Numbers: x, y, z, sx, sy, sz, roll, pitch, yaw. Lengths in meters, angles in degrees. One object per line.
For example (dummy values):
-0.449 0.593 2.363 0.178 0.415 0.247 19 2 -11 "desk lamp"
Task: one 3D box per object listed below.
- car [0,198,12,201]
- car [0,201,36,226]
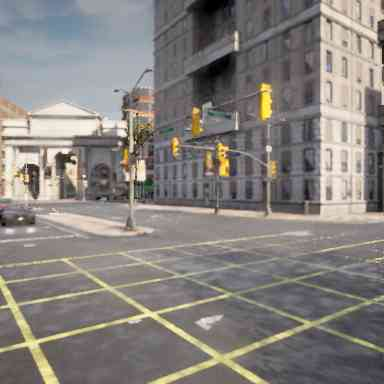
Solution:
-17.204 1.348 30.309 2.097 1.767 4.553 0 0 -35 "car"
-12.299 1.560 23.295 1.994 1.385 4.181 0 0 -35 "car"
